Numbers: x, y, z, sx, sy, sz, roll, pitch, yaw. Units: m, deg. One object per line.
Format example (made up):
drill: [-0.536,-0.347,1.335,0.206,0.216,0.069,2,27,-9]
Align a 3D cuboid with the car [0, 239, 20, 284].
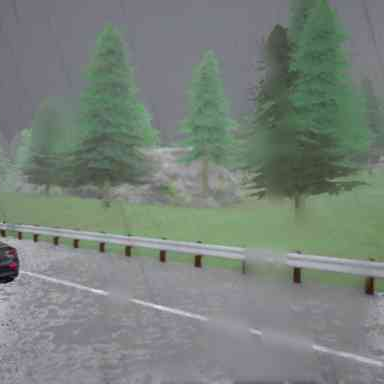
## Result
car: [-6.096,1.536,8.266,4.674,1.442,1.812,0,0,35]
